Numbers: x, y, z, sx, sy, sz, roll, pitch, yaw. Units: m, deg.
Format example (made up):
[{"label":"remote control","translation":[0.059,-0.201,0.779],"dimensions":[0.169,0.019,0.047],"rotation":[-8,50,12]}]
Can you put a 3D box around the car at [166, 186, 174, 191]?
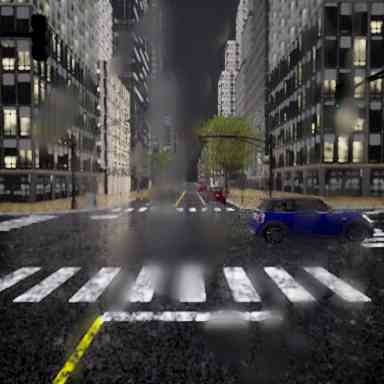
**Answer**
[{"label":"car","translation":[-6.010,-0.919,92.027],"dimensions":[1.802,1.307,4.206],"rotation":[0,2,0]}]

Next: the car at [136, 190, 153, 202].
[{"label":"car","translation":[-5.850,0.416,41.130],"dimensions":[1.752,1.417,4.829],"rotation":[0,2,0]}]

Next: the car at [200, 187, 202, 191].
[{"label":"car","translation":[2.512,0.253,47.139],"dimensions":[1.752,1.417,4.829],"rotation":[0,2,0]}]

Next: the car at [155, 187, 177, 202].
[{"label":"car","translation":[-3.237,0.475,40.354],"dimensions":[1.994,1.385,4.181],"rotation":[0,2,0]}]

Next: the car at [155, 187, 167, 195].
[{"label":"car","translation":[-5.921,-0.160,63.846],"dimensions":[1.947,1.339,4.313],"rotation":[0,2,0]}]

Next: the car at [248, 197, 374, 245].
[{"label":"car","translation":[4.560,0.980,13.037],"dimensions":[4.553,1.767,2.097],"rotation":[-1,2,-1]}]

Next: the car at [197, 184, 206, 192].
[{"label":"car","translation":[2.386,-1.032,86.431],"dimensions":[2.192,1.841,5.009],"rotation":[0,2,0]}]

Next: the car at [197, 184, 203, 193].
[{"label":"car","translation":[2.421,-0.721,75.155],"dimensions":[2.192,1.841,5.009],"rotation":[0,2,0]}]

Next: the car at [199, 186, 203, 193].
[{"label":"car","translation":[2.495,0.162,52.609],"dimensions":[1.802,1.307,4.206],"rotation":[0,2,0]}]

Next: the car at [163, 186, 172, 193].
[{"label":"car","translation":[-5.974,-0.660,80.583],"dimensions":[1.752,1.417,4.829],"rotation":[0,2,0]}]

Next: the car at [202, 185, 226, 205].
[{"label":"car","translation":[2.546,0.352,35.687],"dimensions":[2.192,1.841,5.009],"rotation":[-1,2,0]}]

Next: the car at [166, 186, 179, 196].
[{"label":"car","translation":[-3.253,-0.001,57.308],"dimensions":[2.033,1.411,5.357],"rotation":[0,2,0]}]
